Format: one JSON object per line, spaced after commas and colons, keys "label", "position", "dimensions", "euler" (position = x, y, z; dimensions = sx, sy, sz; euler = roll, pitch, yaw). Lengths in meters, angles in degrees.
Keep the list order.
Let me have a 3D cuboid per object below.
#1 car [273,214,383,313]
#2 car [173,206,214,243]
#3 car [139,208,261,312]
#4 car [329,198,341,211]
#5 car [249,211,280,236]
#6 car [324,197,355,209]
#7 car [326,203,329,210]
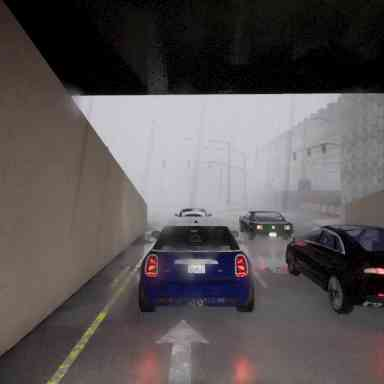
{"label": "car", "position": [3.581, 1.492, 7.623], "dimensions": [2.128, 1.511, 4.902], "euler": [0, 0, 0]}
{"label": "car", "position": [0.063, 1.526, 16.940], "dimensions": [1.812, 1.442, 4.674], "euler": [0, 0, 0]}
{"label": "car", "position": [0.081, 1.352, 7.888], "dimensions": [2.097, 1.767, 4.553], "euler": [0, 0, 0]}
{"label": "car", "position": [17.403, 1.453, 34.732], "dimensions": [2.038, 1.542, 4.974], "euler": [0, 0, -35]}
{"label": "car", "position": [3.585, 1.601, 16.949], "dimensions": [1.895, 1.301, 4.718], "euler": [0, 0, 0]}
{"label": "car", "position": [17.540, 1.295, 39.376], "dimensions": [1.853, 1.218, 4.536], "euler": [0, 0, 45]}
{"label": "car", "position": [17.504, 1.453, 39.339], "dimensions": [2.038, 1.542, 4.974], "euler": [0, 0, 45]}
